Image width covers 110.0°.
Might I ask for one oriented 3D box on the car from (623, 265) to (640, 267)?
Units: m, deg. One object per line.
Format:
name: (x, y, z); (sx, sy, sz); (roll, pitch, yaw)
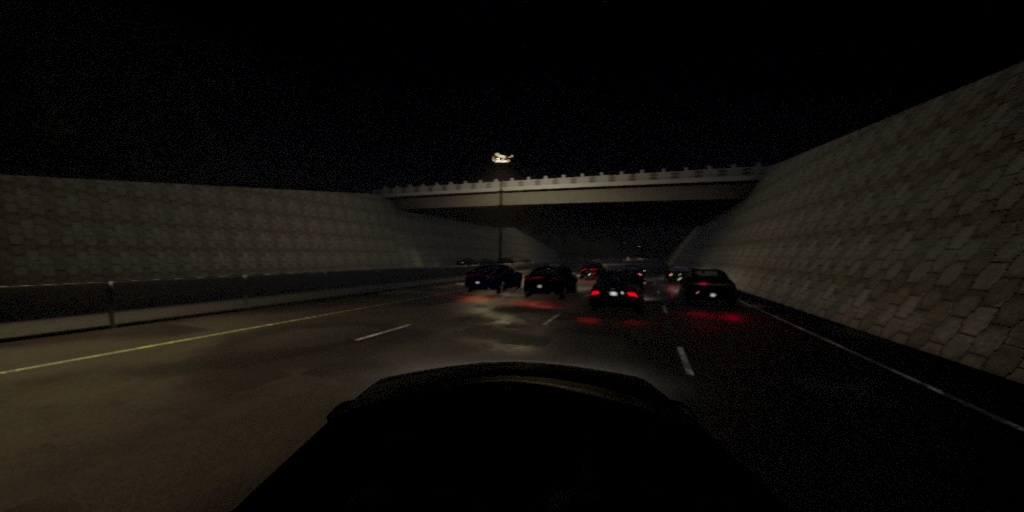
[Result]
car: (9.533, 1.398, 28.574); (2.033, 1.411, 5.357); (1, 0, 21)

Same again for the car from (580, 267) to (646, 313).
car: (4.332, 1.343, 14.505); (2.033, 1.411, 5.357); (1, 0, 21)

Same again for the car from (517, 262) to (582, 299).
car: (2.127, 1.243, 18.573); (1.882, 1.535, 5.008); (1, 0, 21)

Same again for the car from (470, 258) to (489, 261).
car: (-4.622, 1.147, 61.220); (2.128, 1.511, 4.902); (1, 0, 21)

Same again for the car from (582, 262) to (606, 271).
car: (7.565, 1.329, 33.268); (1.837, 1.490, 4.892); (1, 0, 21)

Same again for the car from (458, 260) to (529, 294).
car: (-0.873, 1.205, 20.535); (1.882, 1.535, 5.008); (1, 0, 21)

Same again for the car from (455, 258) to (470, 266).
car: (-8.052, 1.091, 62.027); (1.882, 1.535, 5.008); (1, 0, 21)

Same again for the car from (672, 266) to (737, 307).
car: (8.781, 1.340, 16.380); (2.128, 1.511, 4.902); (1, 0, 21)

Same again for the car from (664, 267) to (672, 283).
car: (13.623, 1.501, 29.499); (1.895, 1.301, 4.718); (1, 0, 21)

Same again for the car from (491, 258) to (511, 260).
car: (-1.367, 1.049, 59.945); (2.097, 1.767, 4.553); (1, 0, 21)

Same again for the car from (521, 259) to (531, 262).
car: (2.038, 1.265, 59.065); (1.812, 1.442, 4.674); (1, 0, 21)

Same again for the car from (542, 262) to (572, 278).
car: (4.480, 1.348, 35.007); (1.994, 1.385, 4.181); (1, 0, 21)
